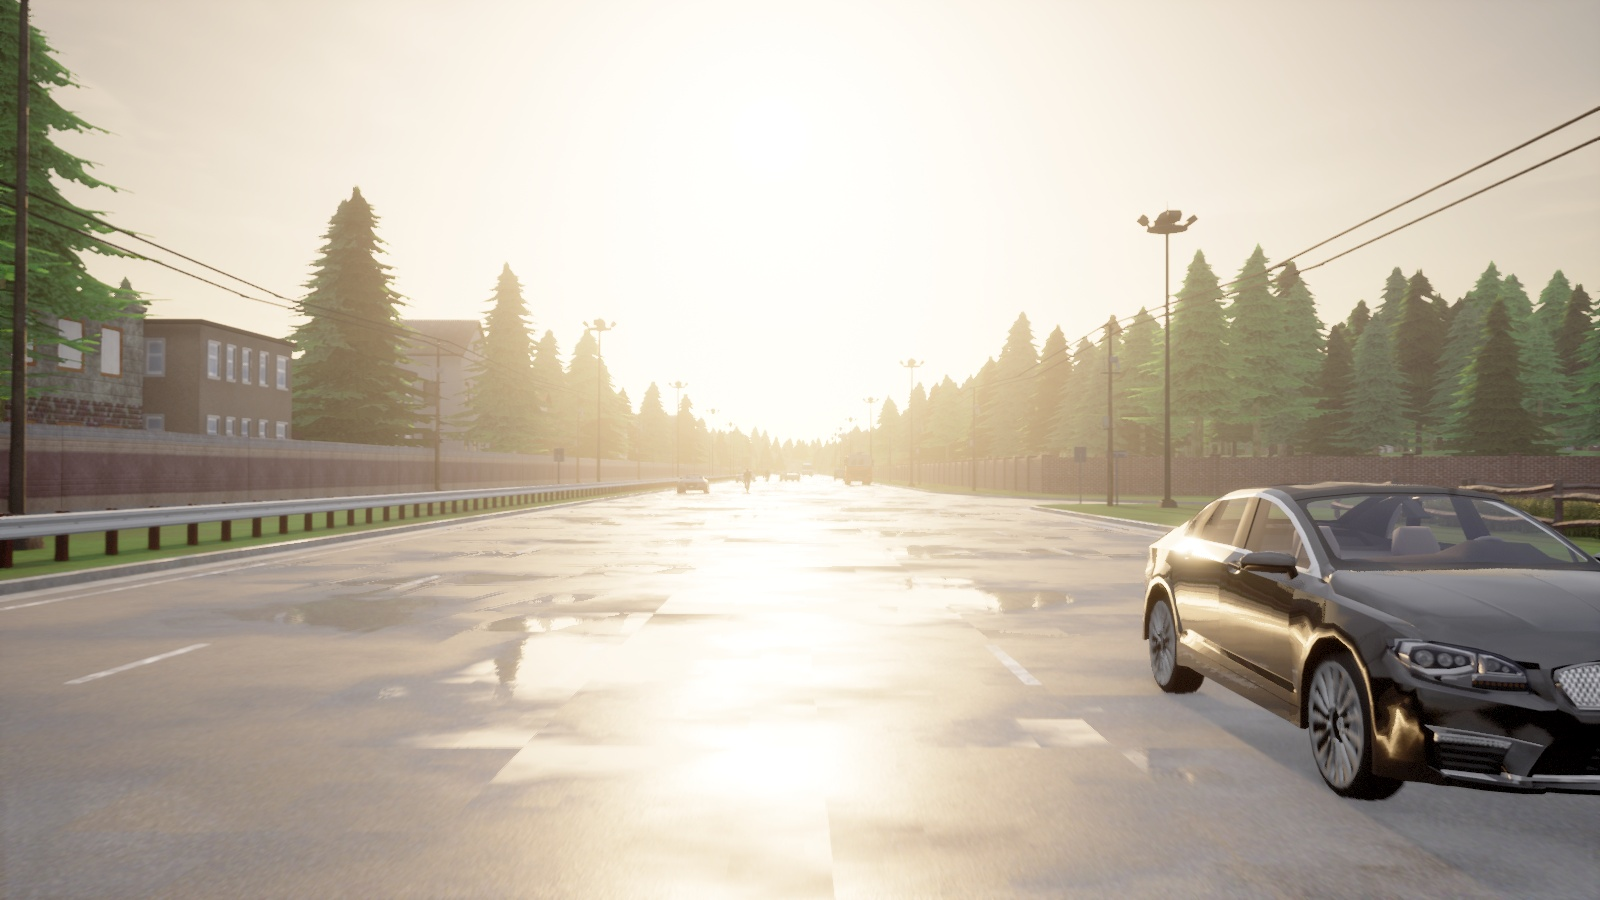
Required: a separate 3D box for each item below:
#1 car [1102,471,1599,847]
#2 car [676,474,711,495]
[{"bbox_3d":[3.481,0.883,7.536,2.128,1.511,4.902,0,-1,0],"label":"car"},{"bbox_3d":[-7.205,2.338,85.450,1.994,1.385,4.181,0,-1,0],"label":"car"}]
